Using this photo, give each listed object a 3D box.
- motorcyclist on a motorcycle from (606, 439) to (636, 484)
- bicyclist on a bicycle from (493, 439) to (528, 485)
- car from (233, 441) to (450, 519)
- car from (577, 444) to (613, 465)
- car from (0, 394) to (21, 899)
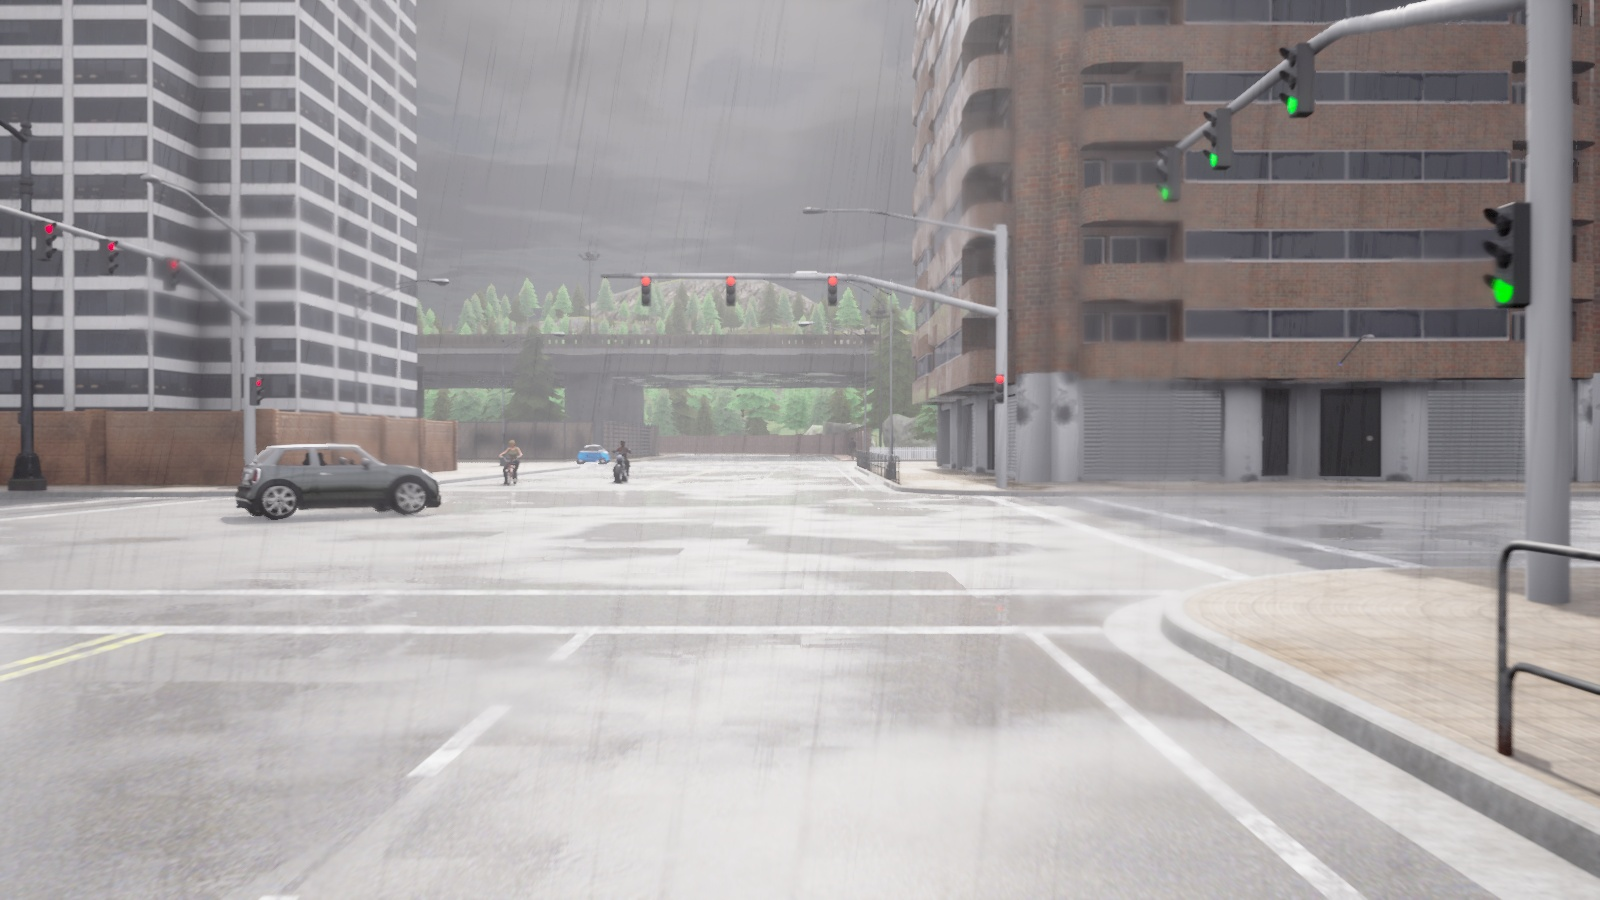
[{"bbox_3d":[-6.720,0.425,47.246,0.766,1.649,2.350,0,0,0],"label":"motorcyclist on a motorcycle"},{"bbox_3d":[-10.230,0.424,44.459,0.866,1.612,1.509,0,0,1],"label":"bicyclist on a bicycle"},{"bbox_3d":[-9.364,0.559,25.713,3.806,1.475,1.970,0,0,-34],"label":"car"},{"bbox_3d":[-14.028,0.303,85.899,2.207,1.376,1.481,0,0,0],"label":"car"},{"bbox_3d":[-3.476,0.665,1.517,2.033,1.649,4.856,0,0,0],"label":"car"}]
